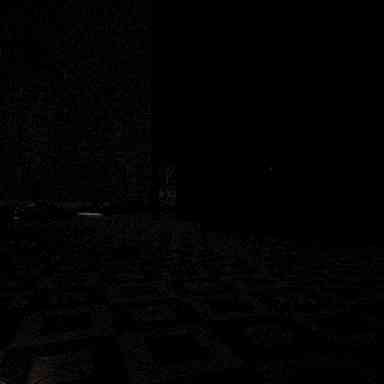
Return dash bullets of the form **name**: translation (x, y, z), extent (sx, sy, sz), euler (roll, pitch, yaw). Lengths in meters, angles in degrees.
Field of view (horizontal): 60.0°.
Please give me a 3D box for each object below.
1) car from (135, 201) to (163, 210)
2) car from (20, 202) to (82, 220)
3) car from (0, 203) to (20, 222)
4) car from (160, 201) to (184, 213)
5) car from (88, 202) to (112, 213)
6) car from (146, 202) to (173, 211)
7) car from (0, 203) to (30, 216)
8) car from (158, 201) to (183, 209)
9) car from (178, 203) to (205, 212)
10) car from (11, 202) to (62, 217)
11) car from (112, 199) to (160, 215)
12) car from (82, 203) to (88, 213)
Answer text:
- **car**: translation (-6.987, 2.209, 54.122), extent (2.008, 1.369, 4.403), euler (-1, -2, 35)
- **car**: translation (-13.059, 1.824, 30.926), extent (1.752, 1.417, 4.829), euler (-1, -2, 35)
- **car**: translation (-16.434, 1.774, 26.193), extent (1.947, 1.339, 4.313), euler (-1, -2, 35)
- **car**: translation (-3.327, 2.113, 44.572), extent (1.887, 1.381, 4.507), euler (-1, -2, 35)
- **car**: translation (-10.893, 2.011, 44.023), extent (1.812, 1.442, 4.674), euler (0, -1, 35)
- **car**: translation (-5.034, 2.217, 52.175), extent (1.994, 1.385, 4.181), euler (0, -1, 37)
- **car**: translation (-20.093, 1.841, 35.743), extent (2.008, 1.369, 4.403), euler (-1, -1, 35)
- **car**: translation (-3.710, 2.305, 58.716), extent (2.008, 1.369, 4.403), euler (-1, -2, 35)
- **car**: translation (-0.046, 2.245, 49.171), extent (1.802, 1.307, 4.206), euler (-1, -2, 36)
- **car**: translation (-16.679, 1.852, 35.927), extent (1.812, 1.442, 4.674), euler (0, -1, 36)
- **car**: translation (-6.605, 1.791, 39.983), extent (2.192, 1.841, 5.009), euler (-1, -2, 35)
- **car**: translation (-13.540, 2.016, 44.933), extent (1.887, 1.381, 4.507), euler (-1, -2, 35)
